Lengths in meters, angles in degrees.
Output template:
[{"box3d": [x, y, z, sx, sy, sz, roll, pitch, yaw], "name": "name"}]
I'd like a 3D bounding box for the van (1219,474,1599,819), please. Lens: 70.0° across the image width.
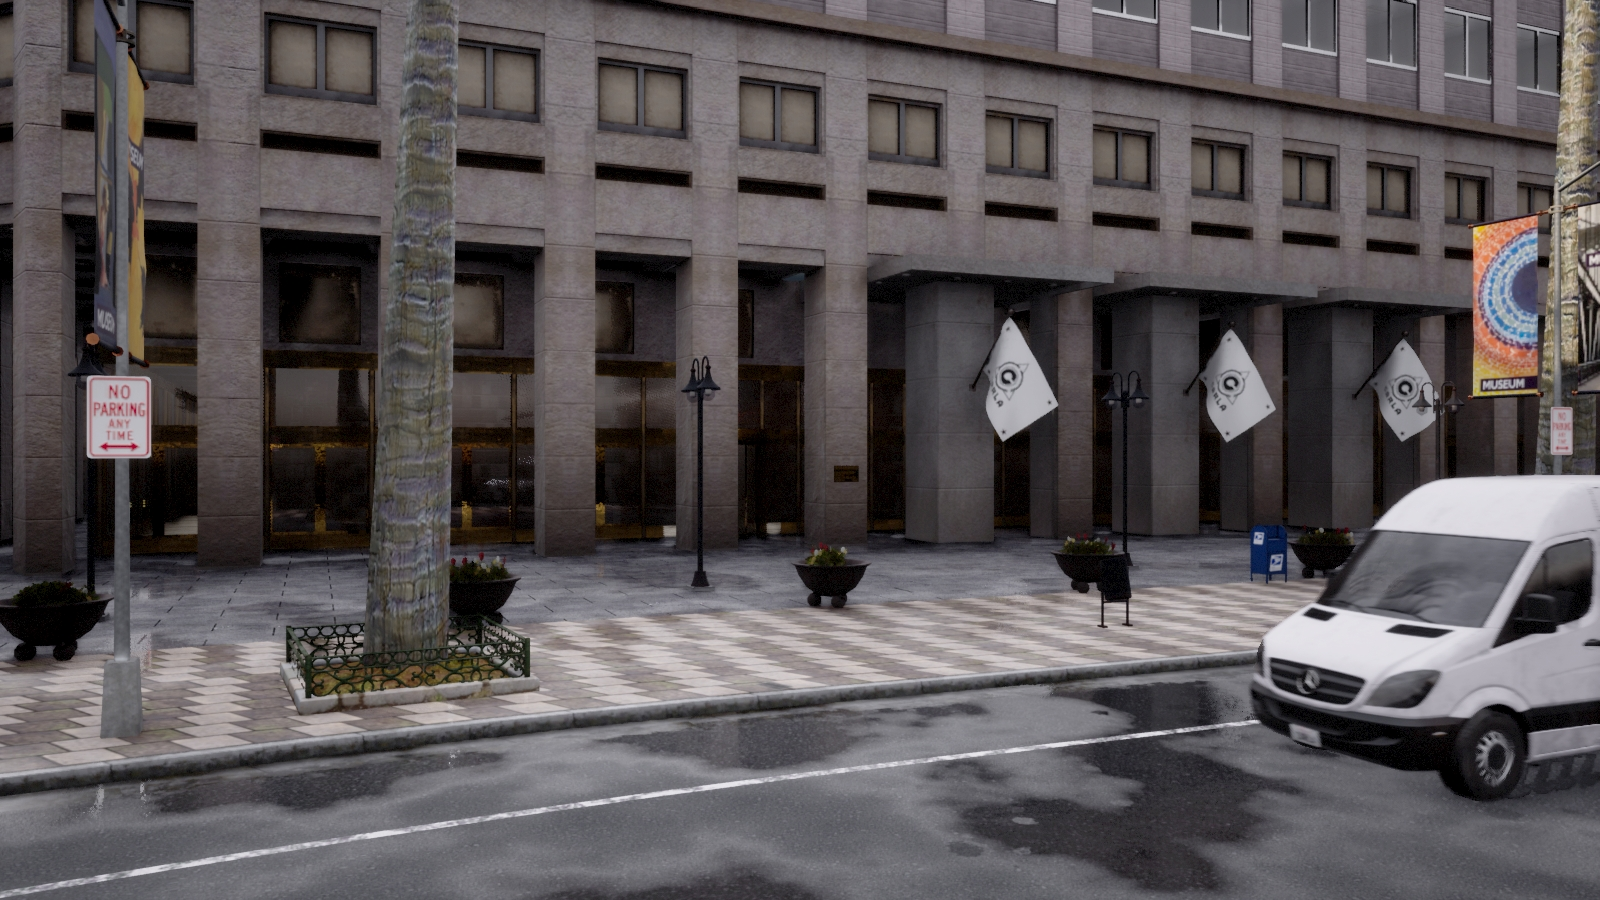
[{"box3d": [7.005, 1.534, 10.669, 5.915, 2.561, 1.988, 0, 0, -20], "name": "van"}]
